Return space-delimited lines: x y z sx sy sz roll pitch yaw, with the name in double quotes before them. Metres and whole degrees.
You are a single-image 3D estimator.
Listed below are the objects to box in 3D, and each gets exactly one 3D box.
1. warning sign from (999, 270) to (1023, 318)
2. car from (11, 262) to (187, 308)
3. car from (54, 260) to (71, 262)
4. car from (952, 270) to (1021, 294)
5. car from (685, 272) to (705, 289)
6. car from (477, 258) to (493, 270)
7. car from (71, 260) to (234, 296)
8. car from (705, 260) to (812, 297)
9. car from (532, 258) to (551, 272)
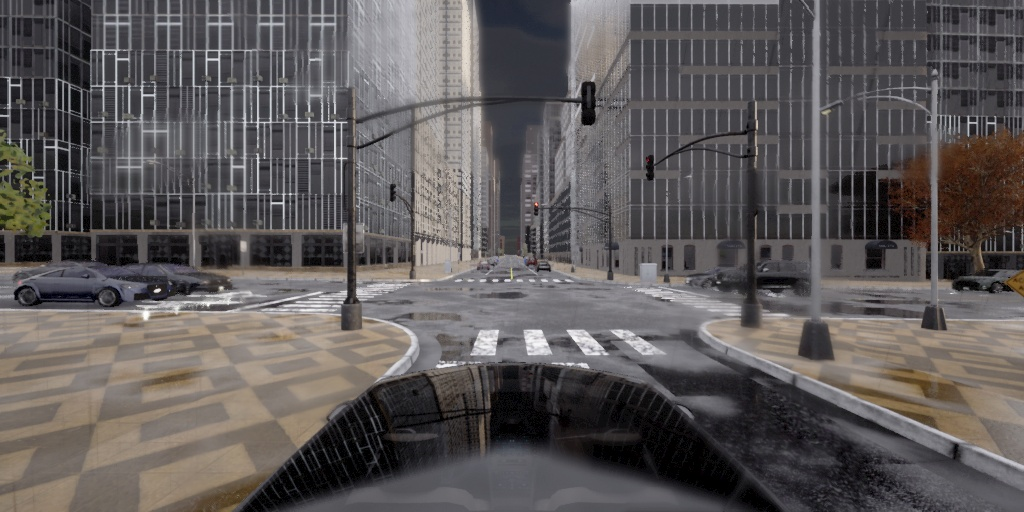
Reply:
"warning sign" 17.274 1.204 11.896 1.060 1.860 1.300 0 0 -3
"car" -15.079 1.062 13.147 4.181 1.385 1.994 1 0 -3
"car" -23.935 0.898 19.431 4.181 1.385 1.994 1 0 -2
"car" 34.281 1.742 25.392 4.553 1.767 2.097 1 0 -3
"car" 14.405 1.525 24.476 4.902 1.511 2.128 1 0 -3
"car" -4.028 1.343 51.190 1.802 1.307 4.207 0 0 0
"car" -16.020 1.028 16.356 5.357 1.411 2.033 1 0 -3
"car" 14.973 1.266 21.248 5.566 2.045 2.150 1 0 -3
"car" 3.925 1.329 45.698 1.948 1.339 4.313 0 0 0
